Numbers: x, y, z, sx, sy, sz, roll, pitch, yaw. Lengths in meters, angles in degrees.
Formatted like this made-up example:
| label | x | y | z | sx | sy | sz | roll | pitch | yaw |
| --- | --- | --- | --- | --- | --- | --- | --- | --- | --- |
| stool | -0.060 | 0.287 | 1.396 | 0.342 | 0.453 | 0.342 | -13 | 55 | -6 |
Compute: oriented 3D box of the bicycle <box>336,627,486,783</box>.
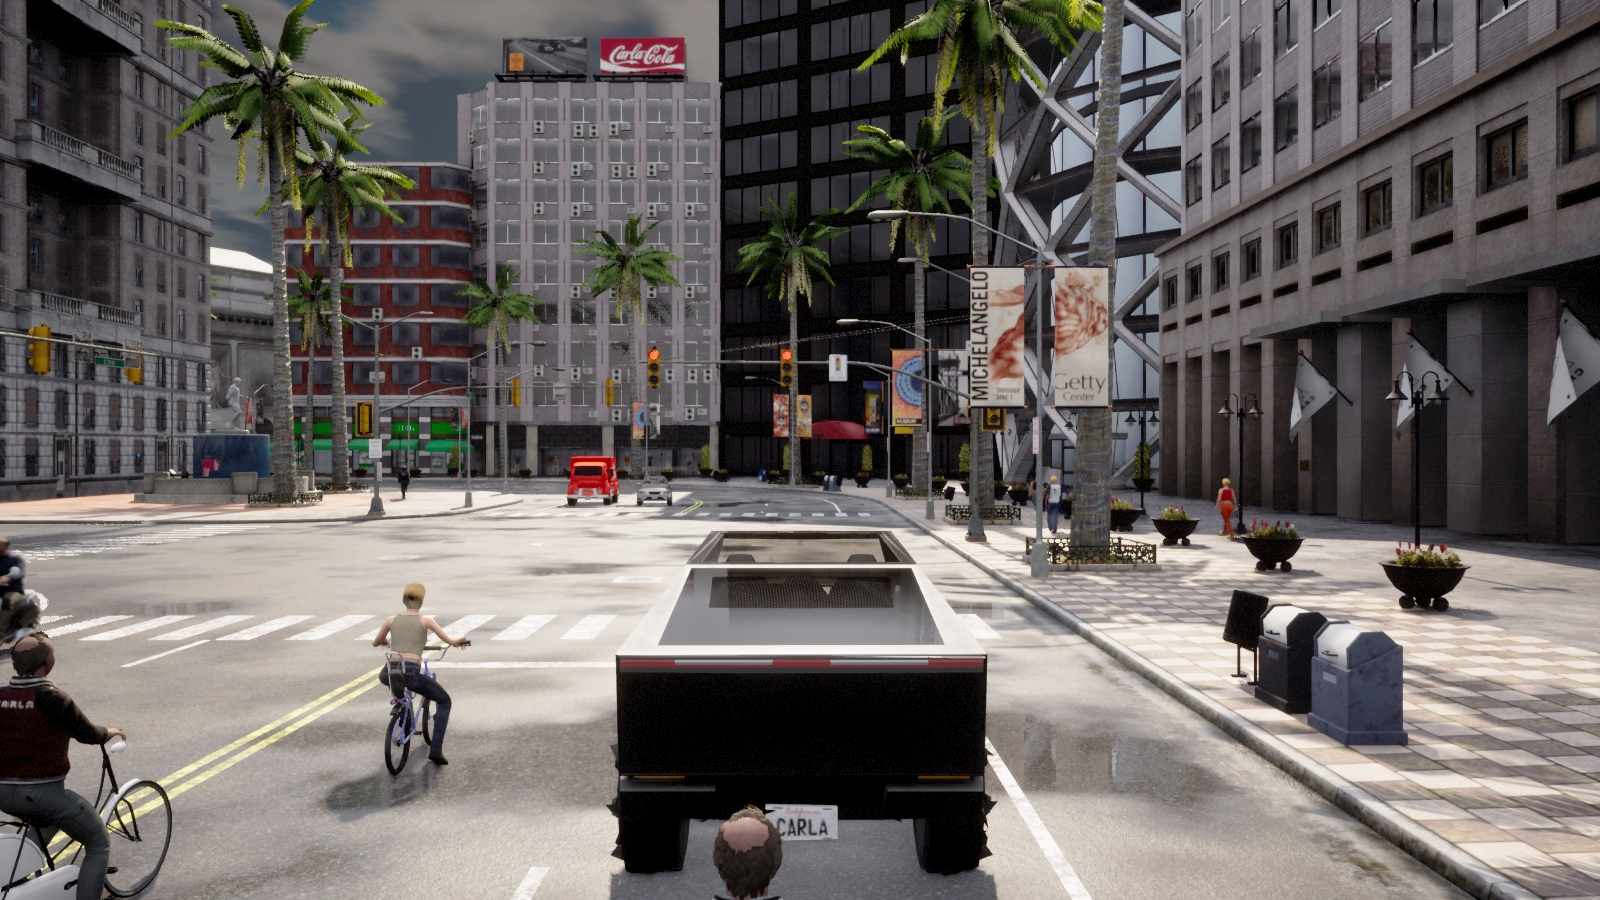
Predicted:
| label | x | y | z | sx | sy | sz | roll | pitch | yaw |
| --- | --- | --- | --- | --- | --- | --- | --- | --- | --- |
| bicycle | -3.473 | 2.256 | 10.347 | 0.859 | 1.080 | 1.487 | 0 | 0 | 0 |

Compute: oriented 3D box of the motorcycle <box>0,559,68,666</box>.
| label | x | y | z | sx | sy | sz | roll | pitch | yaw |
| --- | --- | --- | --- | --- | --- | --- | --- | --- | --- |
| motorcycle | -10.859 | 2.182 | 15.452 | 0.856 | 1.236 | 1.805 | -1 | 0 | -5 |

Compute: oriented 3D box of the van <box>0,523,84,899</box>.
| label | x | y | z | sx | sy | sz | roll | pitch | yaw |
| --- | --- | --- | --- | --- | --- | --- | --- | --- | --- |
| van | -3.501 | 1.534 | 1.043 | 1.988 | 2.561 | 5.915 | 0 | 0 | 0 |

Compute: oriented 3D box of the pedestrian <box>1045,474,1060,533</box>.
| label | x | y | z | sx | sy | sz | roll | pitch | yaw |
| --- | --- | --- | --- | --- | --- | --- | --- | --- | --- |
| pedestrian | 8.017 | 1.694 | 36.221 | 0.375 | 1.860 | 0.375 | 0 | 0 | -3 |

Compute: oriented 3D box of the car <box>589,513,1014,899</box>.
| label | x | y | z | sx | sy | sz | roll | pitch | yaw |
| --- | --- | --- | --- | --- | --- | --- | --- | --- | --- |
| car | 0.011 | 1.753 | 9.550 | 2.390 | 2.098 | 6.274 | 0 | 0 | 0 |

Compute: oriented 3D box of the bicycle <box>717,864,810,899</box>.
| label | x | y | z | sx | sy | sz | roll | pitch | yaw |
| --- | --- | --- | --- | --- | --- | --- | --- | --- | --- |
| bicycle | -0.147 | 2.210 | 3.549 | 0.329 | 1.171 | 1.835 | 0 | 0 | 1 |

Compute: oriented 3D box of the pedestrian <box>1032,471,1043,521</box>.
| label | x | y | z | sx | sy | sz | roll | pitch | yaw |
| --- | --- | --- | --- | --- | --- | --- | --- | --- | --- |
| pedestrian | 8.796 | 1.698 | 42.274 | 0.375 | 1.860 | 0.375 | 0 | 0 | 8 |

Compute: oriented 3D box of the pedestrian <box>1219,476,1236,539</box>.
| label | x | y | z | sx | sy | sz | roll | pitch | yaw |
| --- | --- | --- | --- | --- | --- | --- | --- | --- | --- |
| pedestrian | 12.702 | 1.704 | 33.937 | 0.375 | 1.860 | 0.375 | 0 | 0 | -1 |

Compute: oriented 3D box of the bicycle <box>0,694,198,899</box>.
| label | x | y | z | sx | sy | sz | roll | pitch | yaw |
| --- | --- | --- | --- | --- | --- | --- | --- | --- | --- |
| bicycle | -4.243 | 2.210 | 6.662 | 0.329 | 1.171 | 1.835 | 0 | 0 | 6 |

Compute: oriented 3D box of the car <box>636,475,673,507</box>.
| label | x | y | z | sx | sy | sz | roll | pitch | yaw |
| --- | --- | --- | --- | --- | --- | --- | --- | --- | --- |
| car | -7.460 | 2.066 | 58.811 | 1.816 | 1.474 | 4.193 | 0 | 0 | -7 |

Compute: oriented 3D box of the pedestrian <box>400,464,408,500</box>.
| label | x | y | z | sx | sy | sz | roll | pitch | yaw |
| --- | --- | --- | --- | --- | --- | --- | --- | --- | --- |
| pedestrian | -21.085 | 1.696 | 60.830 | 0.375 | 1.860 | 0.375 | 0 | 0 | -19 |

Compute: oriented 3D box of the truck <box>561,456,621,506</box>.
| label | x | y | z | sx | sy | sz | roll | pitch | yaw |
| --- | --- | --- | --- | --- | --- | --- | --- | --- | --- |
| truck | -10.821 | 1.568 | 59.475 | 2.627 | 2.467 | 5.204 | 0 | 0 | -5 |
